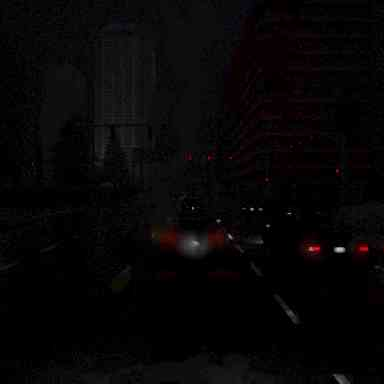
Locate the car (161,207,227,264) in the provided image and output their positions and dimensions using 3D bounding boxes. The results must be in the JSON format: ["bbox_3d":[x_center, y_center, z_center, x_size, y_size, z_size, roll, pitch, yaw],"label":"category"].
[{"bbox_3d":[0.069,1.409,11.281,1.994,1.385,4.181,0,1,0],"label":"car"}]

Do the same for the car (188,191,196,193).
[{"bbox_3d":[-0.001,0.392,84.345,2.033,1.411,5.357,0,1,0],"label":"car"}]

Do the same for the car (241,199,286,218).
[{"bbox_3d":[5.565,1.193,25.014,2.033,1.411,5.357,1,1,34],"label":"car"}]

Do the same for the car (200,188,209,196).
[{"bbox_3d":[3.499,-0.065,93.935,2.150,2.045,5.566,0,1,0],"label":"car"}]

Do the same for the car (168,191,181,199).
[{"bbox_3d":[-3.514,0.612,65.721,1.837,1.490,4.892,0,1,0],"label":"car"}]

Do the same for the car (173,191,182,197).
[{"bbox_3d":[-3.501,0.495,81.227,1.895,1.301,4.718,0,1,0],"label":"car"}]

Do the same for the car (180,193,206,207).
[{"bbox_3d":[0.085,1.078,30.569,1.837,1.490,4.892,0,1,0],"label":"car"}]

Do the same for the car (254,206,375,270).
[{"bbox_3d":[3.565,1.403,10.492,2.033,1.411,5.357,0,1,0],"label":"car"}]

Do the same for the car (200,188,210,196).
[{"bbox_3d":[3.499,0.355,84.056,1.837,1.490,4.892,0,1,0],"label":"car"}]
